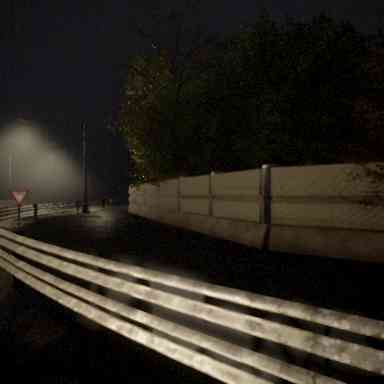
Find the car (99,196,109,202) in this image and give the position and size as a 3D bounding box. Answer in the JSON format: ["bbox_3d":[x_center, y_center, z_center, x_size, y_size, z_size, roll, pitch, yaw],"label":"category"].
[{"bbox_3d":[-22.678,1.674,85.681,1.882,1.535,5.008,0,0,-6],"label":"car"}]

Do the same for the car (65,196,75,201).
[{"bbox_3d":[-30.943,1.694,84.472,1.837,1.490,4.892,0,0,-21],"label":"car"}]

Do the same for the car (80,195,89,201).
[{"bbox_3d":[-27.613,1.553,85.554,2.097,1.767,4.553,0,0,-21],"label":"car"}]
